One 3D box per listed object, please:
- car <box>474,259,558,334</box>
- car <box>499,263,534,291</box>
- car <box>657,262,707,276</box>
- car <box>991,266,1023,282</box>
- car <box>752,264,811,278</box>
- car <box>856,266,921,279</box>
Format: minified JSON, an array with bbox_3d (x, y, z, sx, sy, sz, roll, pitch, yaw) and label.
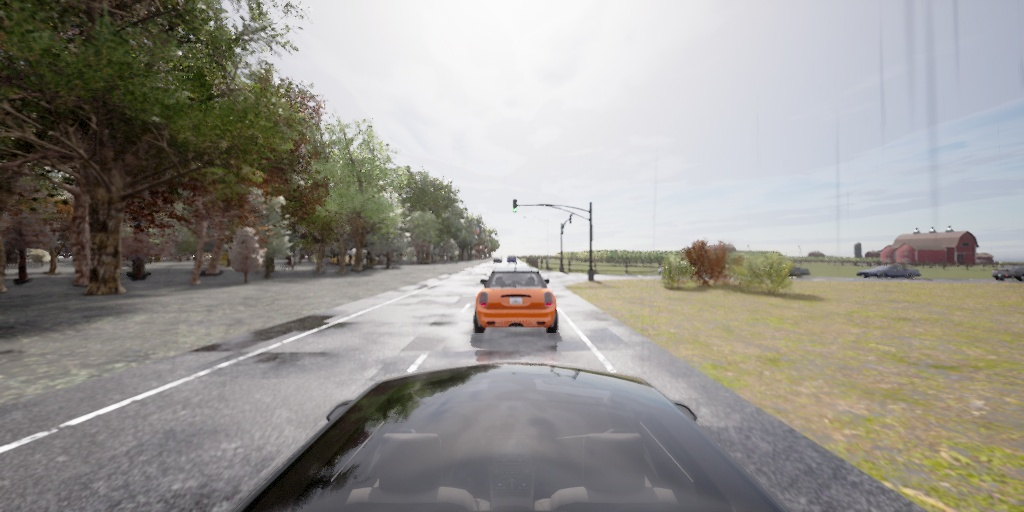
[{"bbox_3d":[0.093,1.086,10.715,2.097,1.767,4.553,0,0,0],"label":"car"},{"bbox_3d":[0.366,1.237,22.417,1.812,1.442,4.674,0,0,5],"label":"car"},{"bbox_3d":[17.975,1.419,37.936,4.902,1.511,2.128,1,-1,1],"label":"car"},{"bbox_3d":[48.958,1.704,34.169,4.902,1.511,2.128,1,-1,1],"label":"car"},{"bbox_3d":[28.357,1.588,37.878,5.357,1.411,2.033,1,-1,0],"label":"car"},{"bbox_3d":[39.684,1.711,37.825,5.357,1.411,2.033,1,-1,0],"label":"car"}]
